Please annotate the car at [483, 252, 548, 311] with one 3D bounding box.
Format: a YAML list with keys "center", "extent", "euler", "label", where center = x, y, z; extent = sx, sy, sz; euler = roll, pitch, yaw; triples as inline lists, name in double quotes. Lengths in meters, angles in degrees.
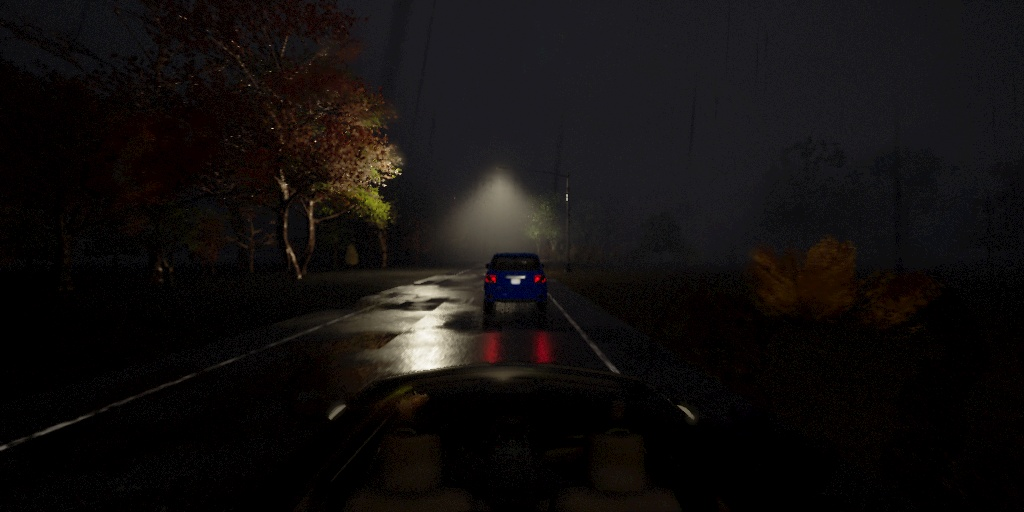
- center: [0.119, 0.874, 13.935]
  extent: [2.150, 2.045, 5.566]
  euler: [0, 0, 0]
  label: "car"
